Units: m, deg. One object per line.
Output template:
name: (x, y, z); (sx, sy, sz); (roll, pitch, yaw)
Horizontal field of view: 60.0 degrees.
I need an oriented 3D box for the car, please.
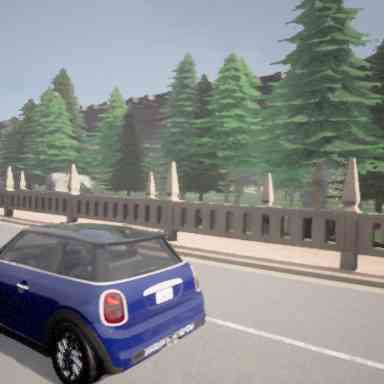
car: (-2.080, 1.287, 5.476); (4.553, 1.767, 2.097); (2, 1, 35)
